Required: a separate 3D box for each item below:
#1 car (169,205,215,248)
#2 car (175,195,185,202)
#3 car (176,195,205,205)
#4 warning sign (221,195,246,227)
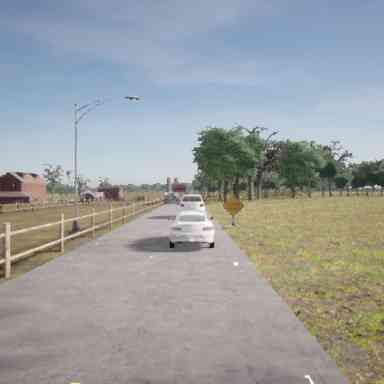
[{"bbox_3d":[0.000,1.528,14.652,1.812,1.442,4.674,0,0,0],"label":"car"},{"bbox_3d":[-2.750,1.399,75.915,2.128,1.511,4.902,0,0,0],"label":"car"},{"bbox_3d":[0.000,1.245,29.682,2.150,2.045,5.566,0,0,0],"label":"car"},{"bbox_3d":[2.460,1.107,19.833,1.300,1.860,1.060,1,1,0],"label":"warning sign"}]
